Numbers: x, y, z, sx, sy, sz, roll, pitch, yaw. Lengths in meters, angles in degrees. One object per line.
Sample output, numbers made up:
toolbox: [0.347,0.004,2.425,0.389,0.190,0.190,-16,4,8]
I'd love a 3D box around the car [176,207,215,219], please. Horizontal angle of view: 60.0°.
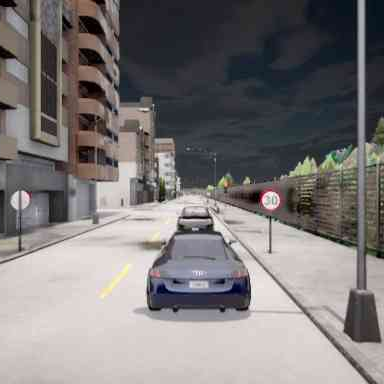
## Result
car: [0.180,1.520,17.695,2.128,1.511,4.902,0,0,1]

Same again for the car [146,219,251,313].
car: [0.129,1.577,7.780,1.994,1.385,4.181,0,0,0]
